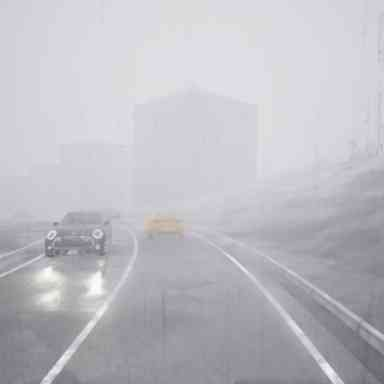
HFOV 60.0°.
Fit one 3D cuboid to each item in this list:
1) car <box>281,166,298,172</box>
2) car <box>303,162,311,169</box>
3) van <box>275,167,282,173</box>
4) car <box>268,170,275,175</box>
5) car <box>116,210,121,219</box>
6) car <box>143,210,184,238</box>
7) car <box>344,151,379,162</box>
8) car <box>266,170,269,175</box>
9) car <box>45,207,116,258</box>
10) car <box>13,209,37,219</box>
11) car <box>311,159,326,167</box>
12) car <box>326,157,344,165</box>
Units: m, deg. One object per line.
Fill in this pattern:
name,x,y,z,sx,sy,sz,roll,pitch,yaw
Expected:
car,20.900,-4.435,69.271,2.231,1.521,4.892,0,0,-1
car,21.139,-4.463,58.256,2.185,1.767,4.553,0,1,-1
van,20.783,-4.704,74.666,1.878,1.987,4.442,0,0,-1
car,20.662,-4.476,80.309,2.002,1.452,4.674,0,0,-1
car,-9.733,2.461,38.410,1.994,1.385,4.181,-1,-2,-32
car,-1.768,1.764,19.546,1.882,1.535,5.008,0,-1,-12
car,21.500,-4.288,41.571,2.185,1.767,4.553,0,1,-1
car,20.543,-4.798,85.794,2.435,2.045,5.566,0,0,-1
car,-4.474,1.544,13.744,2.097,1.767,4.553,0,-1,-9
car,-25.475,3.405,50.666,4.902,1.511,2.128,-4,-2,39
car,21.258,-4.408,52.737,2.185,1.767,4.553,0,1,-1
car,21.381,-4.182,47.064,2.002,1.452,4.674,0,1,-1
